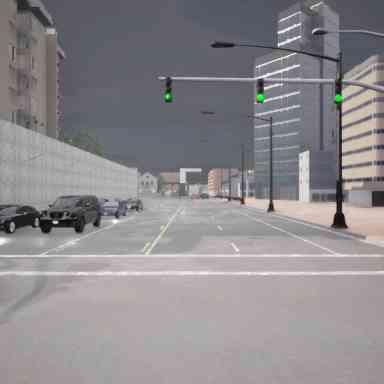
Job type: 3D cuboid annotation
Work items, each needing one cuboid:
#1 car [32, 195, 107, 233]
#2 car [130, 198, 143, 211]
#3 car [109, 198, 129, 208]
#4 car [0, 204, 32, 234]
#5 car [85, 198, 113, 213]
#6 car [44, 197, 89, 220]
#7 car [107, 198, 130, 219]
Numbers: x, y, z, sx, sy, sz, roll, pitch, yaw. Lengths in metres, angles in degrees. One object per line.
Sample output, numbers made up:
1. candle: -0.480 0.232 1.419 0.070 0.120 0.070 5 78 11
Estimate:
1. car: -7.105 1.221 20.063 2.150 2.045 5.566 0 0 0
2. car: -7.107 1.491 40.046 2.128 1.511 4.902 0 0 0
3. car: -10.576 1.601 48.377 1.895 1.301 4.718 0 0 0
4. car: -10.608 1.505 19.432 1.837 1.490 4.892 0 0 0
5. car: -10.609 1.505 38.317 1.837 1.490 4.892 0 0 0
6. car: -10.611 1.352 28.499 2.097 1.767 4.553 0 0 0
7. car: -7.111 1.526 29.704 1.812 1.442 4.674 0 0 0
